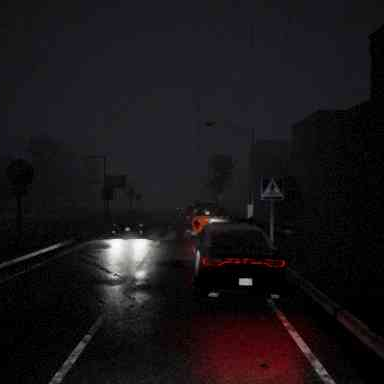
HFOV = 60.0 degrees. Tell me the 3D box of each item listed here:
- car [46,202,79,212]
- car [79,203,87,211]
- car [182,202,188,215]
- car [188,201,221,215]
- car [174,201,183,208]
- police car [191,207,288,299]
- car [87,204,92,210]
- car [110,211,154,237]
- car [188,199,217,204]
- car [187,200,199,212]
[{"bbox_3d":[-21.821,2.589,55.258,4.674,1.452,2.002,0,-1,0],"label":"car"},{"bbox_3d":[-21.806,2.630,58.534,4.892,1.521,2.231,0,-1,0],"label":"car"},{"bbox_3d":[0.112,2.374,46.176,2.128,1.511,4.902,0,-1,0],"label":"car"},{"bbox_3d":[0.995,1.561,18.626,2.097,1.767,4.553,0,-1,0],"label":"car"},{"bbox_3d":[-3.011,3.418,86.998,2.033,1.411,5.357,0,-1,0],"label":"car"},{"bbox_3d":[1.002,1.453,8.743,1.930,1.638,5.238,1,0,0],"label":"police car"},{"bbox_3d":[-21.804,2.710,61.806,5.008,1.535,2.097,0,-1,0],"label":"car"},{"bbox_3d":[-3.331,1.784,19.147,1.994,1.385,4.181,0,-1,0],"label":"car"},{"bbox_3d":[1.010,1.579,24.691,2.150,2.045,5.566,0,-1,0],"label":"car"},{"bbox_3d":[0.150,2.444,60.246,2.150,2.045,5.566,0,-1,0],"label":"car"}]
